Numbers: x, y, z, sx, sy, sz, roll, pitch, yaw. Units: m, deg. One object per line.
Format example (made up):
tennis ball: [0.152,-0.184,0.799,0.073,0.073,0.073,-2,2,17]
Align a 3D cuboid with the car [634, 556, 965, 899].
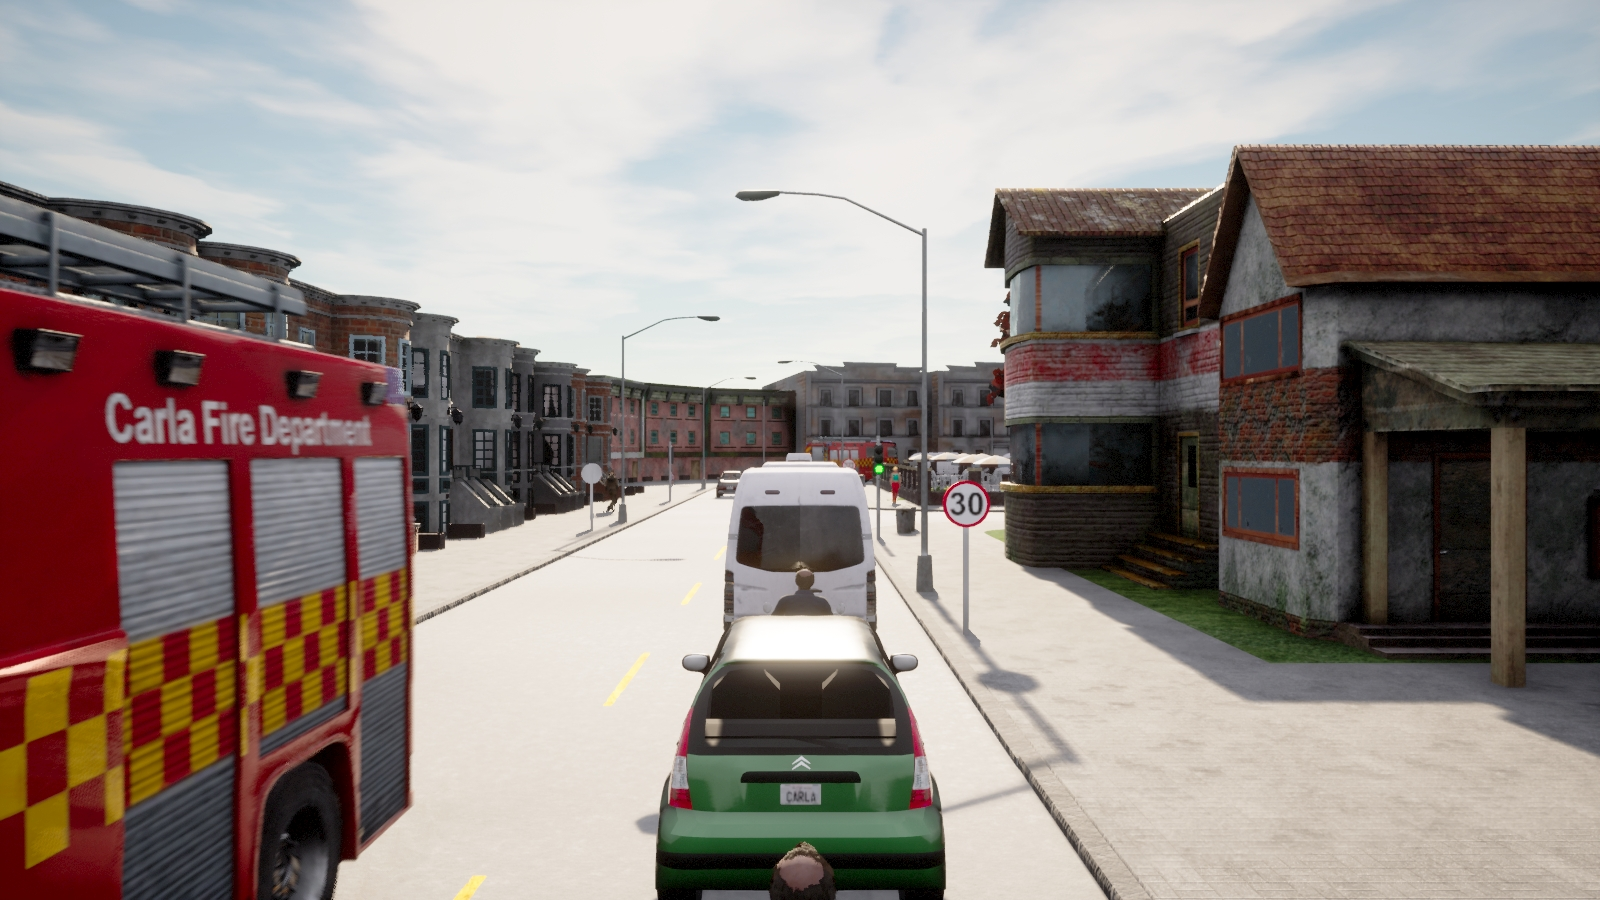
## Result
car: [-0.003,1.776,8.384,1.851,1.617,3.988,0,0,0]

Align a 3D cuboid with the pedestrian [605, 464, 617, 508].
pedestrian: [-7.987,1.508,48.314,0.375,1.860,0.375,0,0,19]

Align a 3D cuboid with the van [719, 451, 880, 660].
van: [-0.006,1.308,17.043,1.988,2.561,5.915,0,0,0]

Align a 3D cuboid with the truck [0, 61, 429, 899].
truck: [-4.007,0.669,3.641,2.891,3.827,8.468,0,0,0]

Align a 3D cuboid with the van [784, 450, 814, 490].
van: [-0.059,1.286,76.777,1.988,2.561,5.915,0,0,0]

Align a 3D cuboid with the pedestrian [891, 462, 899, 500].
pedestrian: [4.599,1.495,55.380,0.375,1.860,0.375,0,0,-1]

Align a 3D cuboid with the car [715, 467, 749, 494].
car: [-4.014,1.781,67.520,1.789,1.549,3.705,0,0,0]
